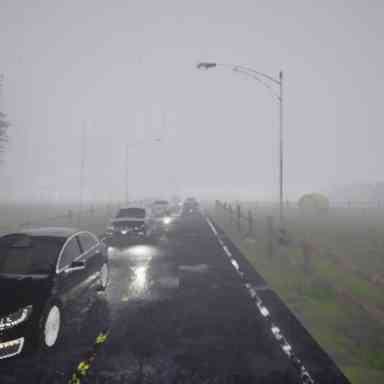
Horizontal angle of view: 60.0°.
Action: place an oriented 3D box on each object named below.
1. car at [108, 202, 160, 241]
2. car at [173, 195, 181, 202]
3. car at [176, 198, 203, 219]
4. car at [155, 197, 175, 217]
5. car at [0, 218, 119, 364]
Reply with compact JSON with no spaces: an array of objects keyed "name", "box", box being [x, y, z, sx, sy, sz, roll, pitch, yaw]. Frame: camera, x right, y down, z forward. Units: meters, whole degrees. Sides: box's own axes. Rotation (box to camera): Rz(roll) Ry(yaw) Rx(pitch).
[{"name":"car","box":[-2.916,1.483,16.627,1.837,1.490,4.892,0,0,0]},{"name":"car","box":[-3.078,1.298,66.791,2.097,1.767,4.553,0,0,0]},{"name":"car","box":[-0.075,1.507,28.692,2.033,1.411,5.357,0,0,0]},{"name":"car","box":[-2.902,1.489,31.483,1.812,1.442,4.674,0,0,0]},{"name":"car","box":[-2.872,1.498,6.172,1.837,1.490,4.892,0,0,0]}]
